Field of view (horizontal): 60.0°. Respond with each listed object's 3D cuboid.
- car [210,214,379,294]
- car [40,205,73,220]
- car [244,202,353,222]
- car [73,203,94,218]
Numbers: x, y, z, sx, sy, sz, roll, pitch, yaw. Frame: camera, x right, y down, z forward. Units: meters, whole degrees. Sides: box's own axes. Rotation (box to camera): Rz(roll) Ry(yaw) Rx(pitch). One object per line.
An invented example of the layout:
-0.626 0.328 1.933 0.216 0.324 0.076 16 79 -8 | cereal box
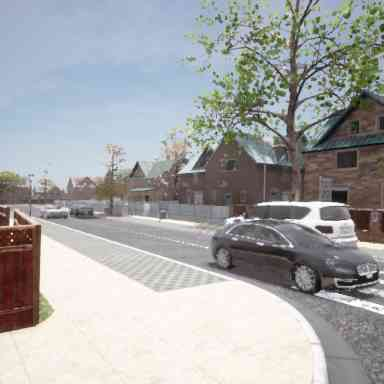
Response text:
2.453 1.574 9.153 1.837 1.490 4.892 2 -2 -34 | car
-13.647 1.986 32.922 1.895 1.301 4.718 2 -2 -34 | car
3.458 1.392 12.939 2.150 2.045 5.566 2 -2 -34 | car
-12.122 1.971 35.903 2.128 1.511 4.902 2 -2 -34 | car
